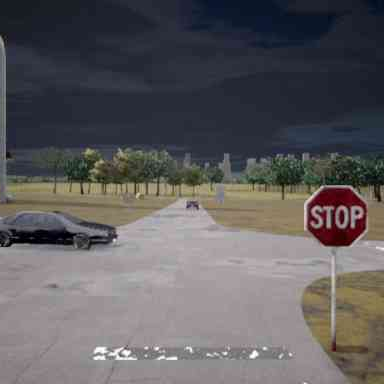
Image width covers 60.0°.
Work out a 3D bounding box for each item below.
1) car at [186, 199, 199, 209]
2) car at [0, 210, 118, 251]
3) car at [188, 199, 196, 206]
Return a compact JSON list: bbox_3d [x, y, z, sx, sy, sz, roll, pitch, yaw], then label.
[{"bbox_3d":[0.077,1.909,52.715,1.837,1.490,4.892,0,-1,0],"label":"car"},{"bbox_3d":[-5.791,1.466,13.378,5.357,1.411,2.033,2,0,0],"label":"car"},{"bbox_3d":[-0.016,2.157,71.030,1.812,1.442,4.674,0,0,0],"label":"car"}]
